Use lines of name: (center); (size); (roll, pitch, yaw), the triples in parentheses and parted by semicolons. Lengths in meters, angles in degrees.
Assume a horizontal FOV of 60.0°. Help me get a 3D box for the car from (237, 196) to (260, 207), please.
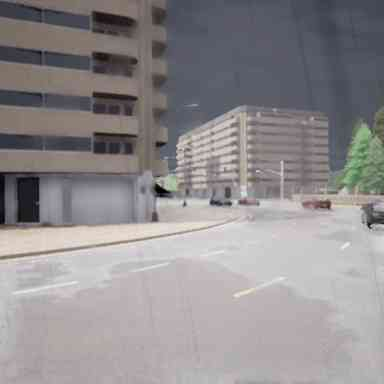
car: (8.257, 1.393, 48.933); (1.812, 1.442, 4.674); (-1, 0, -18)

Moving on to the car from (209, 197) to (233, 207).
car: (4.276, 1.449, 49.852); (2.033, 1.411, 5.357); (-1, 0, -19)

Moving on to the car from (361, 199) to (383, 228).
car: (11.686, 1.399, 20.614); (1.812, 1.442, 4.674); (0, 0, 22)

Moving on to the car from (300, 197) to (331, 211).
car: (14.193, 1.306, 38.441); (1.882, 1.535, 5.008); (0, 0, -4)
